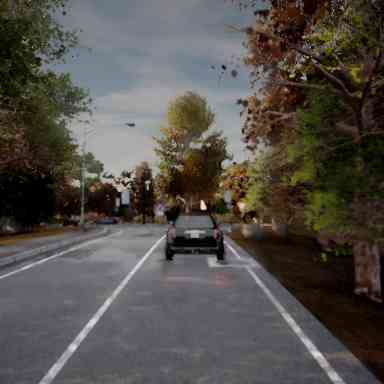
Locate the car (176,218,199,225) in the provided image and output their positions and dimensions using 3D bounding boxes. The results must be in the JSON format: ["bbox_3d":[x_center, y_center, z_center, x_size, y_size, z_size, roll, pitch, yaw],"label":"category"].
[{"bbox_3d":[-0.966,6.406,72.694,4.718,1.301,1.895,0,-5,8],"label":"car"}]

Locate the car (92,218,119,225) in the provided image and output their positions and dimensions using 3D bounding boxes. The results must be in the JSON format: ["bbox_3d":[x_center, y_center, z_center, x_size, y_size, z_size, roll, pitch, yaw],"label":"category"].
[{"bbox_3d":[-16.928,5.769,65.485,2.033,1.411,5.357,-4,-5,36],"label":"car"}]

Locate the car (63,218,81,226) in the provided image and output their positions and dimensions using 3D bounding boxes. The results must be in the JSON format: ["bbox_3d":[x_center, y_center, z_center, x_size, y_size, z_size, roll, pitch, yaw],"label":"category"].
[{"bbox_3d":[-17.140,4.299,47.541,1.895,1.301,4.718,3,-6,-29],"label":"car"}]

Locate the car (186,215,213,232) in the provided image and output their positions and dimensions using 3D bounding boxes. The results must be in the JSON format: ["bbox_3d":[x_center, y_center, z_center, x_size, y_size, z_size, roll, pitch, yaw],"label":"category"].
[{"bbox_3d":[0.762,2.683,28.731,1.895,1.301,4.718,-1,-4,7],"label":"car"}]

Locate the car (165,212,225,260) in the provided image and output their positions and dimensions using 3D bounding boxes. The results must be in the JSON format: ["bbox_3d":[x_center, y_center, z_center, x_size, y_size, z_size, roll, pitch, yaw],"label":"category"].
[{"bbox_3d":[0.100,1.584,13.507,2.097,1.767,4.553,0,-2,0],"label":"car"}]
